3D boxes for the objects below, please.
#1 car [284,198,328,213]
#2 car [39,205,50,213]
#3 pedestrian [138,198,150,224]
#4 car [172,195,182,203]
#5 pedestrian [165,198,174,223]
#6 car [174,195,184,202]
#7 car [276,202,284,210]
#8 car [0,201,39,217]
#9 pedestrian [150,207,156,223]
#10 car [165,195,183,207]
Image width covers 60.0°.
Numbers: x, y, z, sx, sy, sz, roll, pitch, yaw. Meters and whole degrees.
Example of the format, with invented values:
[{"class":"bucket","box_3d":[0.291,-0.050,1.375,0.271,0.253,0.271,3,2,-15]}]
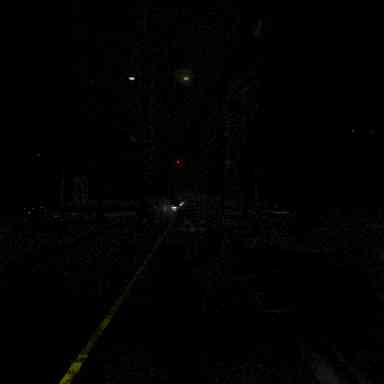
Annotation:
[{"class":"car","box_3d":[12.838,1.570,36.868,4.181,1.385,1.994,0,0,0]},{"class":"car","box_3d":[-16.979,1.586,33.548,4.718,1.301,1.895,0,0,0]},{"class":"pedestrian","box_3d":[-3.322,1.291,23.004,0.375,1.860,0.375,0,0,0]},{"class":"car","box_3d":[-3.003,1.469,67.581,1.882,1.535,5.008,0,0,0]},{"class":"pedestrian","box_3d":[-1.638,1.291,23.602,0.375,1.860,0.375,0,0,0]},{"class":"car","box_3d":[-2.997,1.516,79.099,2.128,1.511,4.902,0,0,0]},{"class":"car","box_3d":[12.648,1.491,40.119,4.902,1.511,2.128,0,0,0]},{"class":"car","box_3d":[-17.013,1.592,30.297,4.718,1.301,1.895,0,0,0]},{"class":"pedestrian","box_3d":[-2.876,1.571,24.204,0.375,1.300,0.375,0,0,0]},{"class":"car","box_3d":[-3.036,1.541,52.979,2.033,1.411,5.357,0,0,4]}]
